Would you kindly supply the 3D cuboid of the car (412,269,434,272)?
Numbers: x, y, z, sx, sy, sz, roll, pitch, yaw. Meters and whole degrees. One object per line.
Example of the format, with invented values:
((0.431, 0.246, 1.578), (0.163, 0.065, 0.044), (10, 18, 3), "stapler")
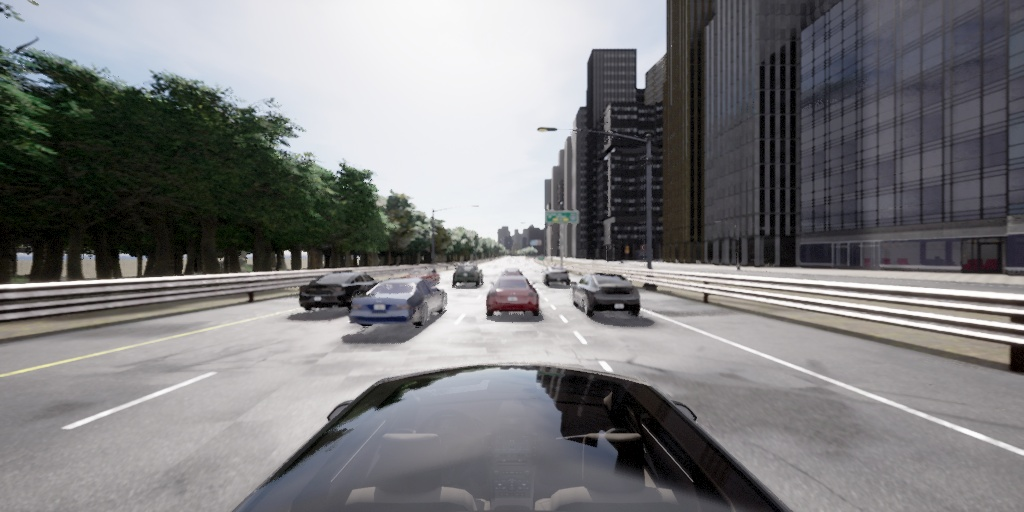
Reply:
((-6.991, 1.690, 28.524), (1.895, 1.301, 4.718), (0, -1, 0), "car")

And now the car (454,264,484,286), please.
((-3.485, 1.446, 29.031), (2.097, 1.767, 4.553), (0, -1, 0), "car")

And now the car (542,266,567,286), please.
((3.516, 1.587, 29.134), (2.128, 1.511, 4.902), (0, -1, 0), "car")

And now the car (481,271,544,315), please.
((0.041, 1.477, 14.400), (1.994, 1.385, 4.181), (0, -1, 1), "car")

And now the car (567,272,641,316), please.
((3.538, 1.415, 14.162), (1.837, 1.490, 4.892), (0, 0, 1), "car")

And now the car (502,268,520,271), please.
((0.017, 1.664, 29.381), (1.994, 1.385, 4.181), (0, -1, 1), "car")

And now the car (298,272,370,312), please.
((-6.953, 1.402, 15.341), (1.882, 1.535, 5.008), (0, 0, 0), "car")

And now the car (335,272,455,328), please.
((-3.482, 1.430, 11.966), (2.033, 1.411, 5.357), (0, -1, 0), "car")
